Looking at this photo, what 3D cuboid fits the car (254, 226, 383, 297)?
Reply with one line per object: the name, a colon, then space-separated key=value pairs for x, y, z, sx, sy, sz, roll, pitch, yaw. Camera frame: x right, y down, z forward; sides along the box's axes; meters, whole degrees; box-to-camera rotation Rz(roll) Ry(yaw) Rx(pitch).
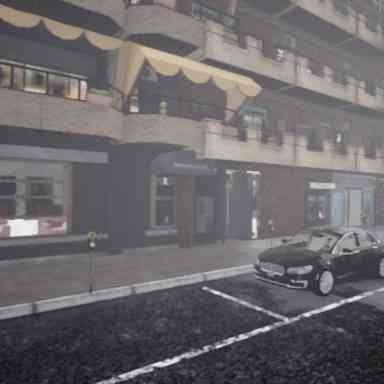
car: x=3.517 y=1.587 z=8.597 sx=4.403 sy=1.369 sz=2.008 roll=0 pitch=0 yaw=-35
